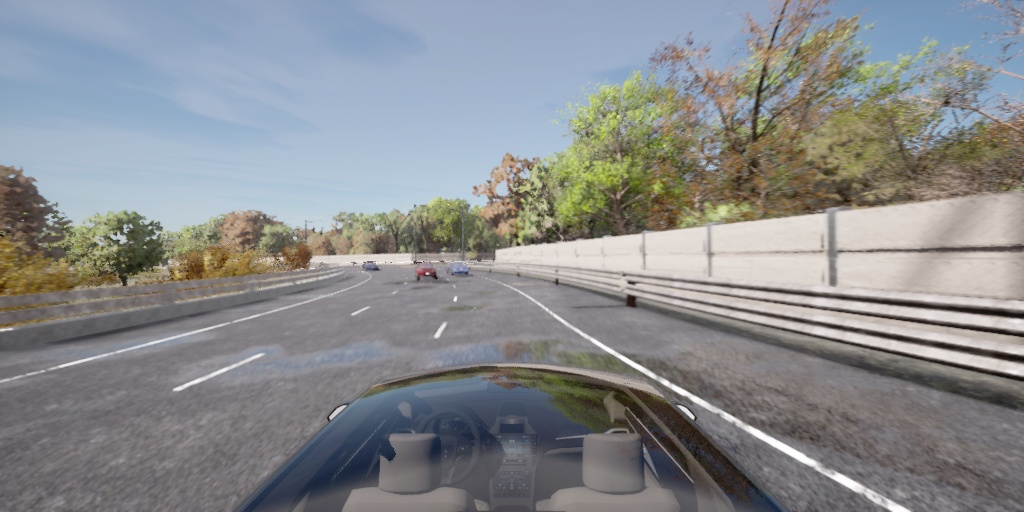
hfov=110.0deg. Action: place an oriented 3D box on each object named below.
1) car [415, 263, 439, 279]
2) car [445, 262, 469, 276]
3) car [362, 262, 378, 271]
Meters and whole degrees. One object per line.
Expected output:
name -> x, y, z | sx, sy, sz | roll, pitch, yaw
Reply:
car -> -8.365, 1.434, 34.688 | 1.812, 1.442, 4.674 | -1, 0, -18
car -> -6.090, 1.418, 39.397 | 2.033, 1.411, 5.357 | -1, 0, -20
car -> -23.487, 1.746, 59.311 | 1.994, 1.385, 4.181 | -1, 0, -32
